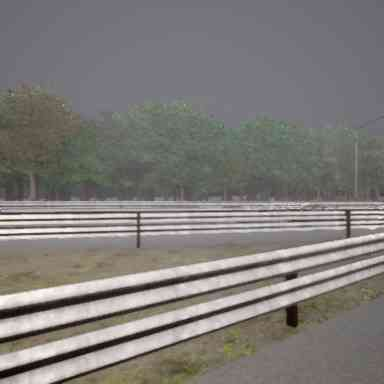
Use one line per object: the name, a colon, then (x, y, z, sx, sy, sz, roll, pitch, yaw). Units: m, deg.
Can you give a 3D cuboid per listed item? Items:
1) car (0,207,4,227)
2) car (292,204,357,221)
car: (-11.790, 0.975, 15.370, 5.566, 2.045, 2.150, 1, 0, -18)
car: (8.791, 1.528, 22.135, 4.181, 1.385, 1.994, 1, 0, -18)
